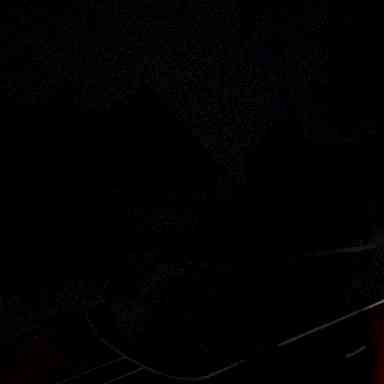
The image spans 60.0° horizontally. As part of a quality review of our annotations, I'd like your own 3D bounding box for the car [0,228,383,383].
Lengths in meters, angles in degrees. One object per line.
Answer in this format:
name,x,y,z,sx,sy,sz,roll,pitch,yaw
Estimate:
car,0.275,1.326,3.128,4.553,1.767,2.097,-1,1,-34
